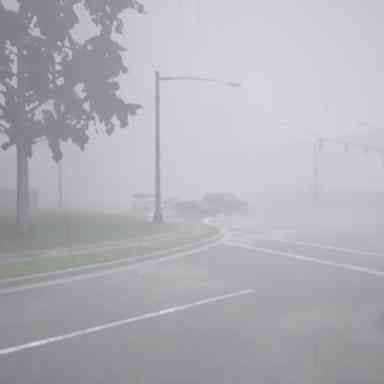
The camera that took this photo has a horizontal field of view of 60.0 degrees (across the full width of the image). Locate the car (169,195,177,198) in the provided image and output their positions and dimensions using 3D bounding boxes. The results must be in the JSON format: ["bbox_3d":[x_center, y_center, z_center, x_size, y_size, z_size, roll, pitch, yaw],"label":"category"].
[{"bbox_3d":[-2.046,1.455,40.710,1.994,1.385,4.181,0,0,-34],"label":"car"}]

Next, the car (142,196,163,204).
[{"bbox_3d":[-7.402,1.456,61.377,1.895,1.301,4.718,0,0,-34],"label":"car"}]

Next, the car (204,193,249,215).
[{"bbox_3d":[3.177,1.113,32.918,2.150,2.045,5.566,0,0,-34],"label":"car"}]

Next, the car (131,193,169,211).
[{"bbox_3d":[-5.308,1.131,39.291,2.150,2.045,5.566,0,0,-34],"label":"car"}]

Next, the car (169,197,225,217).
[{"bbox_3d":[0.302,1.457,30.928,2.033,1.411,5.357,0,0,-34],"label":"car"}]

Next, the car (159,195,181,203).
[{"bbox_3d":[-4.223,1.314,62.922,1.882,1.535,5.008,0,0,-34],"label":"car"}]
